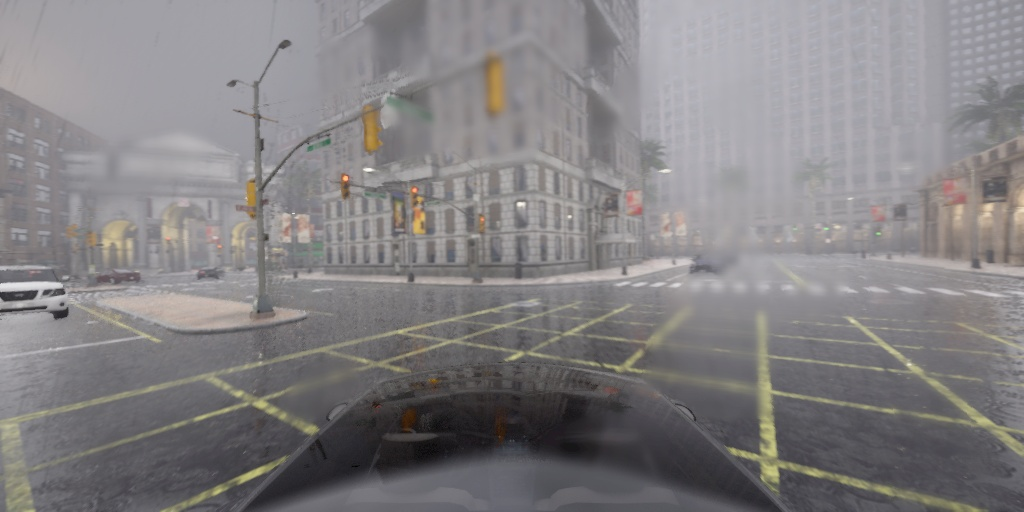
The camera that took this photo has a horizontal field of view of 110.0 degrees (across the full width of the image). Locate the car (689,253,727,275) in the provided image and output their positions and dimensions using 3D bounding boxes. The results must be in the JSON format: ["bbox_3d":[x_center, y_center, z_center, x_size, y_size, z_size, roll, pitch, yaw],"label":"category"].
[{"bbox_3d":[15.674,0.573,28.810,2.097,1.767,4.553,-1,0,34],"label":"car"}]

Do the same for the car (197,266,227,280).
[{"bbox_3d":[-34.538,1.921,41.338,1.837,1.490,4.892,-2,1,-27],"label":"car"}]

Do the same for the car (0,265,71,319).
[{"bbox_3d":[-19.045,1.387,13.860,5.566,2.045,2.150,-1,0,36],"label":"car"}]

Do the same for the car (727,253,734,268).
[{"bbox_3d":[20.809,0.546,36.259,2.128,1.511,4.902,-1,0,35],"label":"car"}]

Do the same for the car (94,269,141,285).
[{"bbox_3d":[-40.079,2.056,36.284,5.008,1.535,1.882,-1,0,17],"label":"car"}]

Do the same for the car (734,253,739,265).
[{"bbox_3d":[26.537,0.471,44.401,1.895,1.301,4.718,-1,0,35],"label":"car"}]
